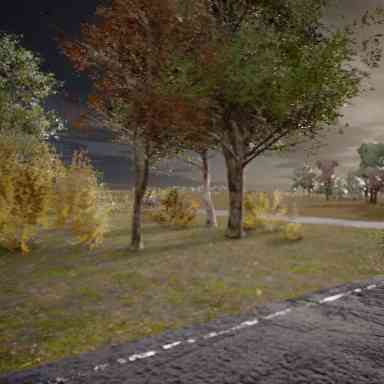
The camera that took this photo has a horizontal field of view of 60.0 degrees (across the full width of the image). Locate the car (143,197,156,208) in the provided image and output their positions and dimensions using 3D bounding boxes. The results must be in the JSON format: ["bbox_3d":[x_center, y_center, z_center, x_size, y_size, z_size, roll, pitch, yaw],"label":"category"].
[{"bbox_3d":[-6.307,1.666,53.819,2.097,1.767,4.553,1,-1,-34],"label":"car"}]

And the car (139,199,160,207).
[{"bbox_3d":[-7.947,1.979,61.623,1.895,1.301,4.718,1,-1,-34],"label":"car"}]

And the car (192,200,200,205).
[{"bbox_3d":[-0.759,1.840,51.073,1.882,1.535,5.008,1,0,-34],"label":"car"}]
